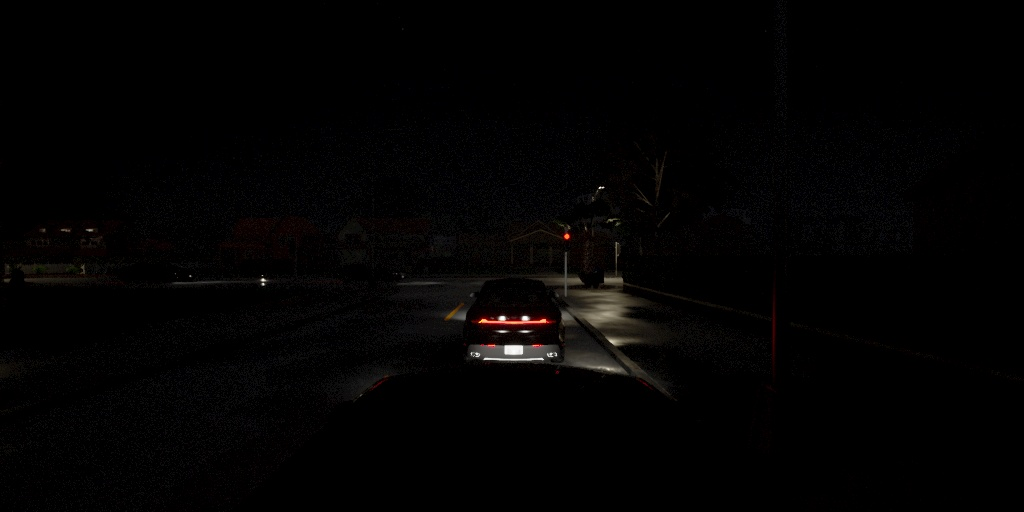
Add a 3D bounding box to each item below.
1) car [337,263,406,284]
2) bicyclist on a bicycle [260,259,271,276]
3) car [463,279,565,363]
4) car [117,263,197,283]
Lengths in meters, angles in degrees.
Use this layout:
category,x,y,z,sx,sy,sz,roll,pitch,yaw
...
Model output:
category,x,y,z,sx,sy,sz,roll,pitch,yaw
car,-10.297,1.240,26.309,4.902,1.511,2.128,0,0,9
bicyclist on a bicycle,-24.178,1.097,35.177,0.582,1.620,1.656,0,0,0
car,0.051,1.254,8.148,1.837,1.490,4.892,0,0,1
car,-26.428,1.253,26.775,4.892,1.490,1.837,0,0,0
